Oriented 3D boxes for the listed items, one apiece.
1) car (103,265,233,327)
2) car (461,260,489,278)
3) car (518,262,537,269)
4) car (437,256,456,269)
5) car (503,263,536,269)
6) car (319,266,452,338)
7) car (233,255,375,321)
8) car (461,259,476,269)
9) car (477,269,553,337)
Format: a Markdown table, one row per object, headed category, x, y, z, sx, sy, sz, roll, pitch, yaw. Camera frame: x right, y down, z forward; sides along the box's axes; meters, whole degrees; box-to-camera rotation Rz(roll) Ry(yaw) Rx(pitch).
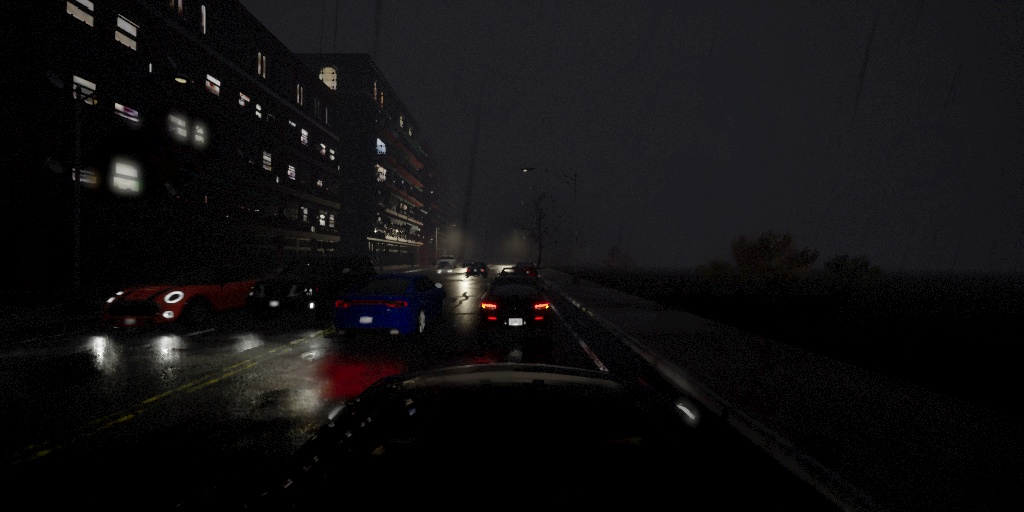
| category | x | y | z | sx | sy | sz | roll | pitch | yaw |
| --- | --- | --- | --- | --- | --- | --- | --- | --- | --- |
| car | -9.871 | 1.104 | 11.507 | 2.097 | 1.767 | 4.553 | 0 | 0 | 0 |
| car | -3.219 | 1.301 | 33.968 | 2.033 | 1.411 | 5.357 | 0 | 0 | 0 |
| car | 1.081 | 1.232 | 29.863 | 1.882 | 1.535 | 5.008 | 0 | 0 | 0 |
| car | -9.947 | 0.973 | 54.726 | 2.150 | 2.045 | 5.566 | 0 | 0 | 0 |
| car | 0.063 | 1.317 | 20.335 | 1.994 | 1.385 | 4.181 | 0 | 0 | 0 |
| car | -3.168 | 1.229 | 10.248 | 1.882 | 1.535 | 5.008 | 0 | 0 | 0 |
| car | -6.625 | 0.973 | 12.748 | 2.150 | 2.045 | 5.566 | 0 | 0 | 0 |
| car | -6.699 | 1.278 | 56.000 | 1.812 | 1.442 | 4.674 | 0 | 0 | 0 |
| car | 0.075 | 1.277 | 10.168 | 1.812 | 1.442 | 4.674 | 0 | 0 | 0 |
